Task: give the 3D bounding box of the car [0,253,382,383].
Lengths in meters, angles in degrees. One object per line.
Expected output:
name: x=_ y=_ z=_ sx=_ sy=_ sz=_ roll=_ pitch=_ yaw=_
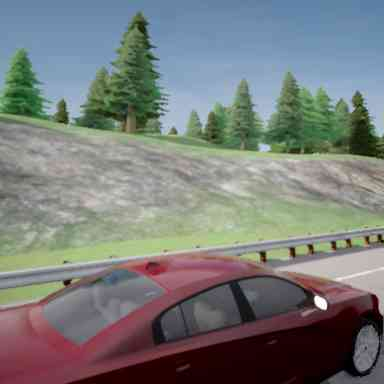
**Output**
car: x=0.275 y=1.476 z=3.867 sx=5.008 sy=1.535 sz=1.882 roll=0 pitch=0 yaw=-35
